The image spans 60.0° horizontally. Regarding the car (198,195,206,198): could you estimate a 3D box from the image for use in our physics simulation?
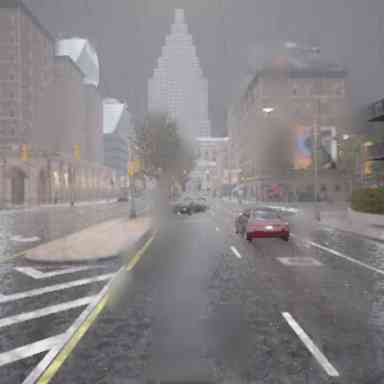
[{"bbox_3d":[2.384,1.312,83.520,1.895,1.301,4.718,-1,0,-1],"label":"car"}]

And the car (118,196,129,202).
[{"bbox_3d":[-15.769,1.621,76.503,1.895,1.301,4.718,-1,0,-1],"label":"car"}]

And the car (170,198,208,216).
[{"bbox_3d":[-0.147,1.543,31.270,1.895,1.301,4.718,-1,0,27],"label":"car"}]

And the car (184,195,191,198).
[{"bbox_3d":[-1.116,1.349,83.472,1.895,1.301,4.718,-1,0,-1],"label":"car"}]

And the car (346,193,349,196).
[{"bbox_3d":[36.897,0.939,78.617,2.231,1.521,4.892,-1,0,-1],"label":"car"}]

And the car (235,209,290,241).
[{"bbox_3d":[3.303,1.498,16.316,1.994,1.385,4.181,-1,0,-1],"label":"car"}]
